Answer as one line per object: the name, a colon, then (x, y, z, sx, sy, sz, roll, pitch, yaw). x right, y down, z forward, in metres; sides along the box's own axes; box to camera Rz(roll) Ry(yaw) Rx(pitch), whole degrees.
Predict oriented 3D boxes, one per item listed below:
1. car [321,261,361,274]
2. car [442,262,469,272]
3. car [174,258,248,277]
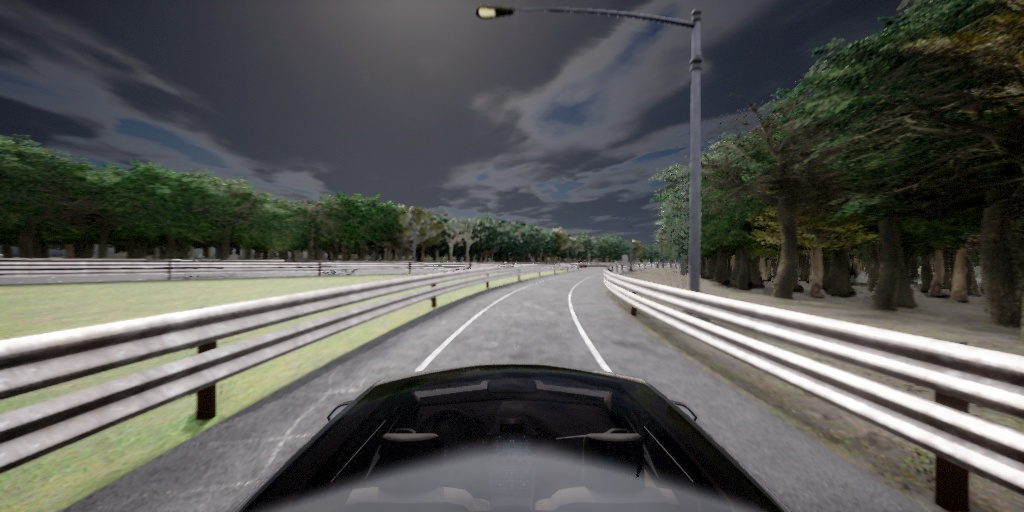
car: (-19.335, 1.279, 40.567, 1.812, 1.442, 4.674, 0, -1, 36)
car: (-8.955, 1.620, 54.808, 2.033, 1.411, 5.357, 0, -1, 36)
car: (-26.074, 0.951, 31.322, 1.882, 1.535, 5.008, 0, -1, 36)
